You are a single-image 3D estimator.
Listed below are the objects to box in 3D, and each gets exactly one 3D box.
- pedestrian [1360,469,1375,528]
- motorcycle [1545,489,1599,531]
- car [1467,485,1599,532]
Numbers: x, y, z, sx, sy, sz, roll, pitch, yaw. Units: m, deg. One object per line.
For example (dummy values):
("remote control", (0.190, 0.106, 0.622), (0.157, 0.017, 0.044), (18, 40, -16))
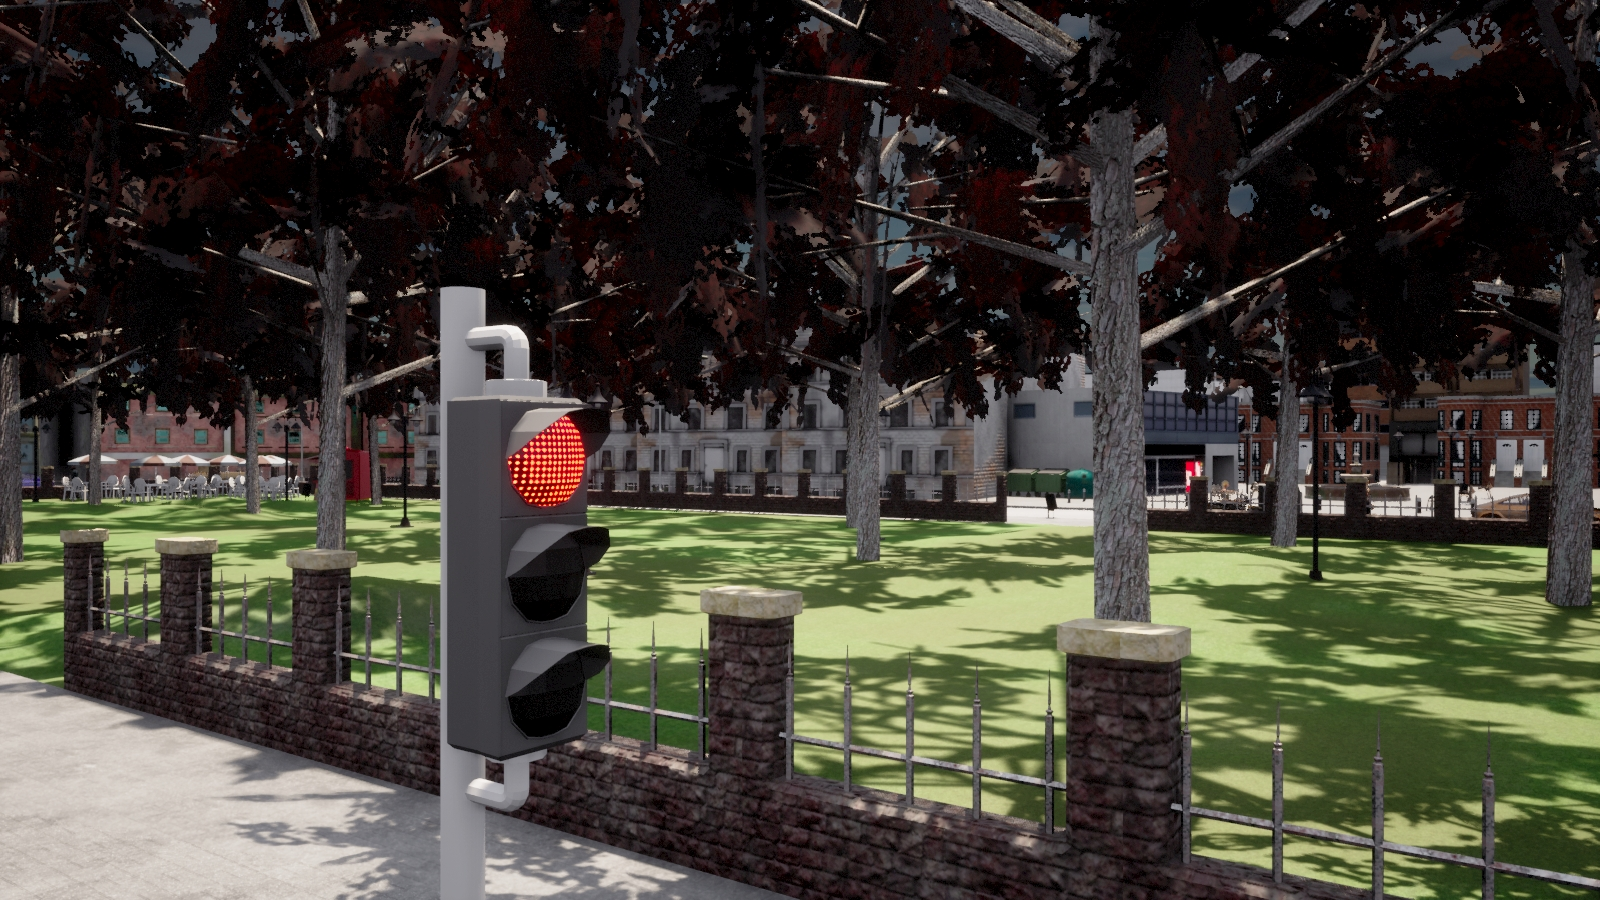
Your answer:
("pedestrian", (18.047, 1.523, 36.350), (0.375, 1.860, 0.375), (0, 0, 36))
("motorcycle", (25.489, 1.950, 36.881), (2.356, 1.277, 0.764), (0, 0, 36))
("car", (24.491, 1.899, 37.604), (4.181, 1.385, 1.994), (0, 0, 37))
